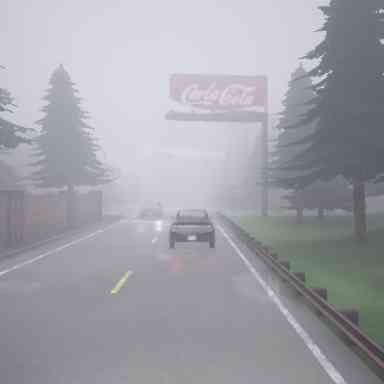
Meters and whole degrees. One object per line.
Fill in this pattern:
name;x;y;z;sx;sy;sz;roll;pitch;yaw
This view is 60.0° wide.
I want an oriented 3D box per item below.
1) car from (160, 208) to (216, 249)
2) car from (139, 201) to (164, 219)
car;0.000;1.494;14.650;2.128;1.511;4.902;0;0;0
car;-3.500;1.559;29.560;1.812;1.442;4.674;0;0;0
